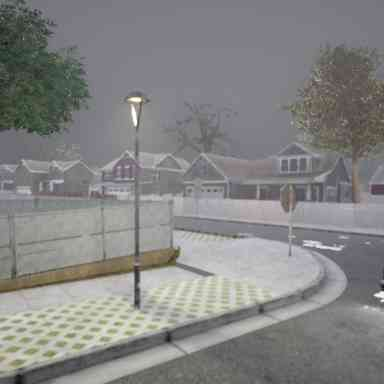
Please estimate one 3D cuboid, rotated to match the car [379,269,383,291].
[{"bbox_3d":[6.376,1.508,7.503,5.357,1.411,2.033,0,1,-36],"label":"car"}]
